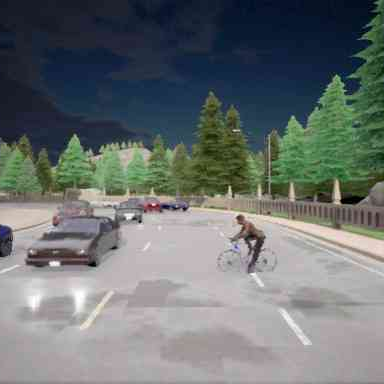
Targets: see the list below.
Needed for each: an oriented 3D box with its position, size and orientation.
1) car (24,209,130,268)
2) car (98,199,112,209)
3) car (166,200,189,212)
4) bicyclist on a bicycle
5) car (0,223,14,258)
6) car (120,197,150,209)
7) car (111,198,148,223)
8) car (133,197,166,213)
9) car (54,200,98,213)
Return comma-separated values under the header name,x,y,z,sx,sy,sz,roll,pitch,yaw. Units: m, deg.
name,x,y,z,sx,sy,sz,roll,pitch,yaw
car,-3.737,1.547,11.613,2.033,1.411,5.357,0,0,-1
car,-12.178,1.601,46.360,1.895,1.301,4.718,0,0,-43
car,-2.221,1.601,38.762,1.895,1.301,4.718,0,0,-28
bicyclist on a bicycle,1.519,1.454,9.185,1.656,1.620,0.582,-2,0,-1
car,-7.235,1.526,10.115,1.812,1.442,4.674,0,0,-1
car,-8.101,1.505,47.245,1.837,1.490,4.892,0,0,-43
car,-4.739,1.492,24.901,2.128,1.511,4.902,0,0,-12
car,-4.940,1.353,36.388,2.097,1.767,4.553,0,0,-26
car,-7.958,1.352,22.749,2.097,1.767,4.553,0,0,-9
